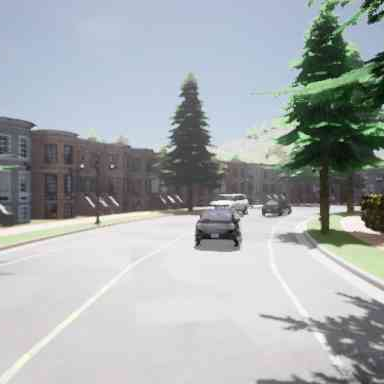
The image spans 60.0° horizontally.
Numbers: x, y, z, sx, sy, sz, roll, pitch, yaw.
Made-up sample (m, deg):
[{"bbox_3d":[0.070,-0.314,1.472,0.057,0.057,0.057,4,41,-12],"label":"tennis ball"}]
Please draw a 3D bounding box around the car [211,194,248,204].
[{"bbox_3d":[3.520,1.209,31.486,2.150,2.045,5.566,0,0,31],"label":"car"}]

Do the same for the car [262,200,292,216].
[{"bbox_3d":[8.165,1.519,31.913,1.812,1.442,4.674,0,0,33],"label":"car"}]

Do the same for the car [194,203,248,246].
[{"bbox_3d":[1.326,1.485,15.260,2.128,1.511,4.902,0,0,10],"label":"car"}]
